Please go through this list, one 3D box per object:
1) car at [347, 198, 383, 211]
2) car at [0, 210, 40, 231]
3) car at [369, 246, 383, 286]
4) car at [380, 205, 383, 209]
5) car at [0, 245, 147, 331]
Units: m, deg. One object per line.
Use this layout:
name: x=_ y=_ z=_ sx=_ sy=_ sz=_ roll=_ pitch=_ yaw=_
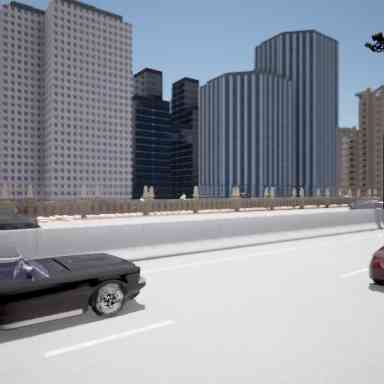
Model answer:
car: x=14.606 y=1.507 z=27.297 sx=4.892 sy=1.490 sz=1.837 roll=0 pitch=0 yaw=-35
car: x=-9.225 y=1.527 z=14.608 sx=4.674 sy=1.442 sz=1.812 roll=0 pitch=0 yaw=-35
car: x=6.205 y=1.565 z=8.170 sx=4.181 sy=1.385 sz=1.994 roll=0 pitch=0 yaw=-35
car: x=11.629 y=1.493 z=16.337 sx=4.902 sy=1.511 sz=2.128 roll=0 pitch=0 yaw=-35
car: x=-3.217 y=1.601 z=5.750 sx=4.718 sy=1.301 sz=1.895 roll=0 pitch=0 yaw=-35
